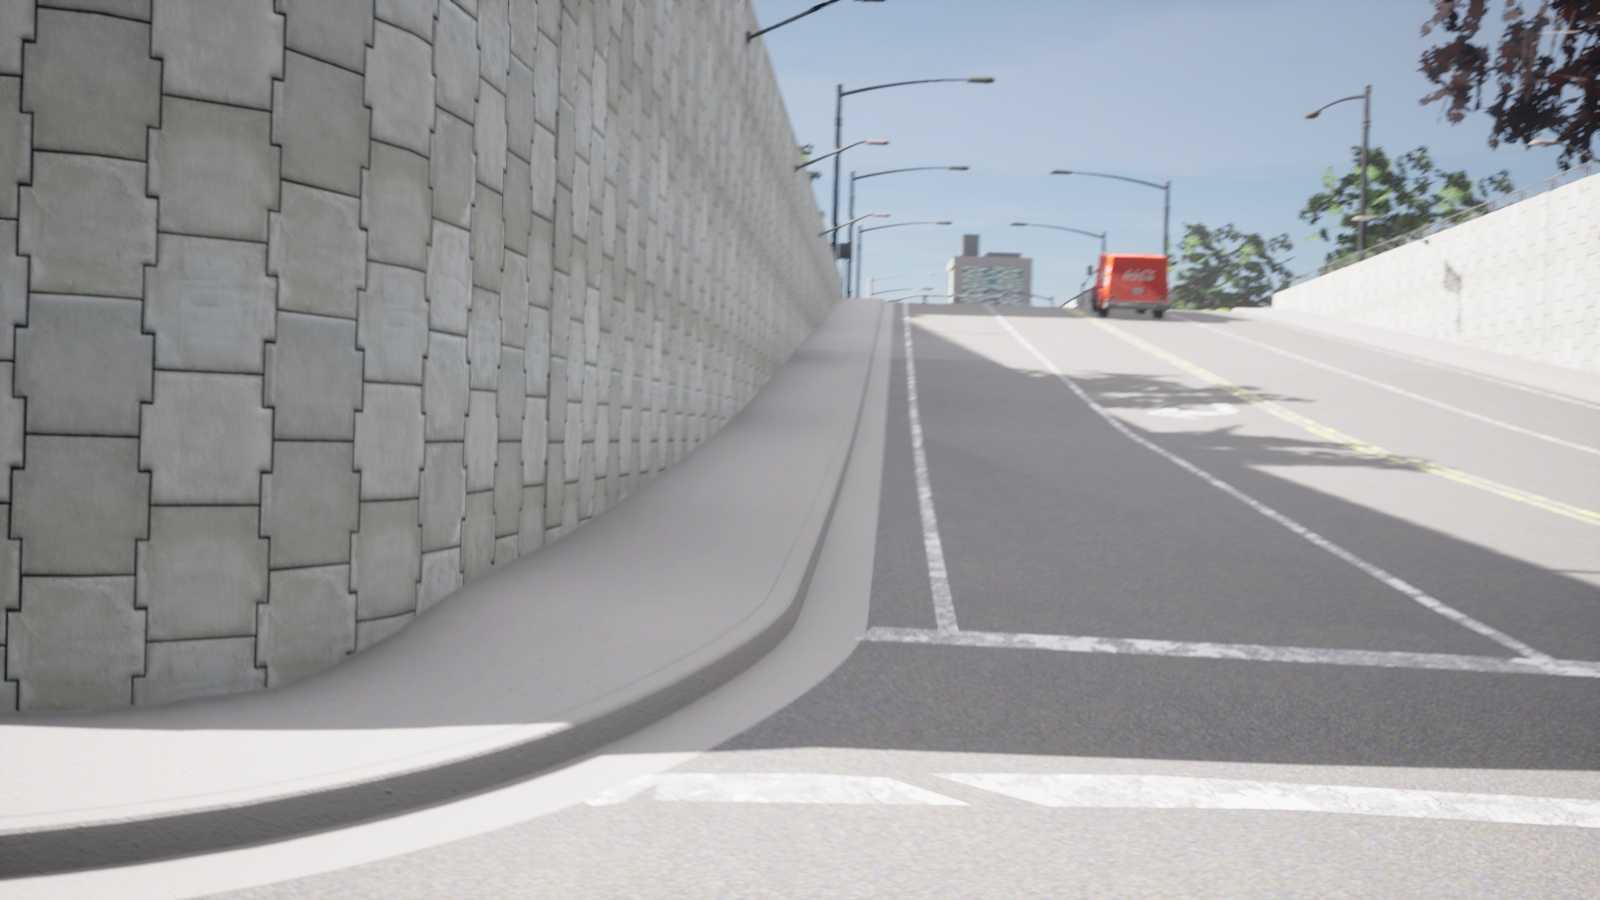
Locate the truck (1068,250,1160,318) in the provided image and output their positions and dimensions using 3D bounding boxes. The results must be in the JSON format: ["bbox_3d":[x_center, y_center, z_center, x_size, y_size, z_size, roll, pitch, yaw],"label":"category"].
[{"bbox_3d":[12.543,-6.752,50.610,2.627,2.467,5.204,1,11,4],"label":"truck"}]
